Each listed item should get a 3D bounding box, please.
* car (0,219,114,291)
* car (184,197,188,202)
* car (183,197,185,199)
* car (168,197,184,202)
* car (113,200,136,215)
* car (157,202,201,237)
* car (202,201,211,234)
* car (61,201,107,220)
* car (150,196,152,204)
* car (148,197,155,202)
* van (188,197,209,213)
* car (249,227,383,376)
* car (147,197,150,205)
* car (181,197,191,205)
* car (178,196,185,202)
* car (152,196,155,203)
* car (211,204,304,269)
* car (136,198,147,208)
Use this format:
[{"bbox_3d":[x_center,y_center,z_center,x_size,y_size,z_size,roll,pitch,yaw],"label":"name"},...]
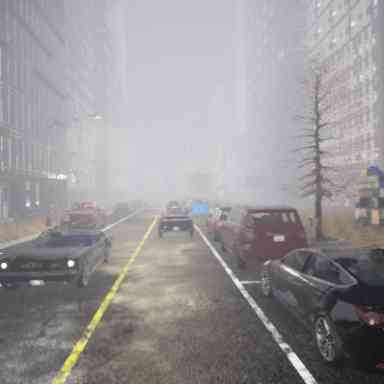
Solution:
[{"bbox_3d":[-3.564,1.709,9.560,1.895,1.301,4.718,-1,0,-3],"label":"car"},{"bbox_3d":[0.455,1.567,38.742,1.967,1.590,4.097,-1,0,-3],"label":"car"},{"bbox_3d":[0.108,1.679,44.439,1.752,1.417,4.829,-1,0,-3],"label":"car"},{"bbox_3d":[-2.307,1.719,41.450,1.812,1.442,4.674,-1,0,-3],"label":"car"},{"bbox_3d":[-7.907,1.843,38.230,1.887,1.381,4.507,-1,0,-3],"label":"car"},{"bbox_3d":[-0.915,1.578,18.607,2.128,1.511,4.902,-1,0,-4],"label":"car"},{"bbox_3d":[1.804,1.462,16.625,1.967,1.590,4.097,-1,0,-3],"label":"car"},{"bbox_3d":[-6.898,1.534,21.644,2.192,1.841,5.009,-1,0,-3],"label":"car"},{"bbox_3d":[-9.593,1.980,65.874,2.008,1.369,4.403,-1,0,-3],"label":"car"},{"bbox_3d":[-11.269,2.083,93.349,1.752,1.417,4.829,-1,0,-3],"label":"car"},{"bbox_3d":[0.790,1.442,33.213,1.690,1.788,3.998,-1,0,-3],"label":"van"},{"bbox_3d":[2.481,1.535,5.567,1.947,1.339,4.313,-1,0,-3],"label":"car"},{"bbox_3d":[-9.257,1.843,60.345,1.967,1.590,4.097,-1,0,-3],"label":"car"},{"bbox_3d":[-1.241,1.784,66.554,1.752,1.417,4.829,-1,0,-3],"label":"car"},{"bbox_3d":[-2.916,1.932,94.030,1.887,1.381,4.507,-1,0,-3],"label":"car"},{"bbox_3d":[-10.267,2.026,76.932,1.887,1.381,4.507,-1,0,-3],"label":"car"},{"bbox_3d":[2.139,1.310,11.097,2.192,1.841,5.009,-1,0,-3],"label":"car"},{"bbox_3d":[-8.918,1.921,54.816,1.887,1.381,4.507,-1,0,-3],"label":"car"}]
